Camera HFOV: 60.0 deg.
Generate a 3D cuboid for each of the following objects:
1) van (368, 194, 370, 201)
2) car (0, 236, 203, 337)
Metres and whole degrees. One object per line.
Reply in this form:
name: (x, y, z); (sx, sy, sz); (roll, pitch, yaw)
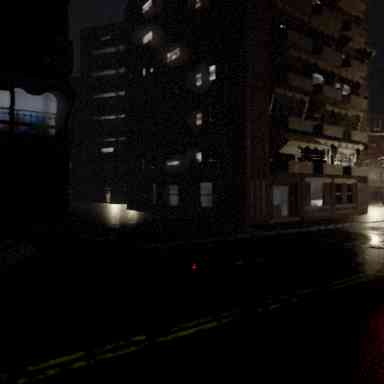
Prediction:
van: (32.435, 1.151, 64.613); (3.998, 1.788, 1.690); (1, 0, 20)
car: (-2.344, 1.556, 6.024); (5.357, 1.411, 2.033); (0, 0, -36)
